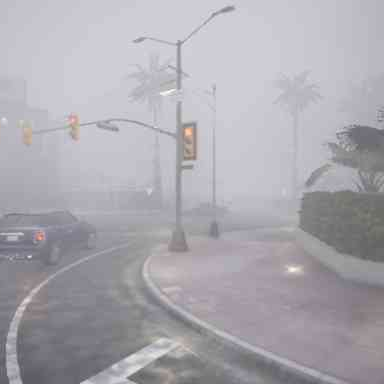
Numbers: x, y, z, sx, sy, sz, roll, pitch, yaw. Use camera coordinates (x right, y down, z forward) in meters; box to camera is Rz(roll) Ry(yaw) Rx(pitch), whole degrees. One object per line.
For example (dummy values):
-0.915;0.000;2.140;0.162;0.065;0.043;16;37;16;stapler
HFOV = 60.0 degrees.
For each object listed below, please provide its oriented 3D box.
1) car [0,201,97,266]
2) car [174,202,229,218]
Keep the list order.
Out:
-5.097;1.392;11.910;2.097;1.767;4.553;0;0;5;car
1.000;1.682;31.576;5.357;1.411;2.033;0;0;-34;car
